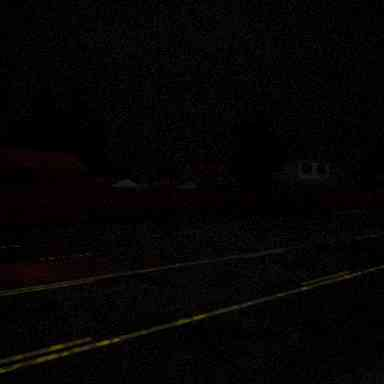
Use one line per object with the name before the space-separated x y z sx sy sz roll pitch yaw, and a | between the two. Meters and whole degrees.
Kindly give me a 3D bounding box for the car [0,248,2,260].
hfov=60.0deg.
car | -7.126 1.484 7.505 4.902 1.511 2.128 0 0 -36
